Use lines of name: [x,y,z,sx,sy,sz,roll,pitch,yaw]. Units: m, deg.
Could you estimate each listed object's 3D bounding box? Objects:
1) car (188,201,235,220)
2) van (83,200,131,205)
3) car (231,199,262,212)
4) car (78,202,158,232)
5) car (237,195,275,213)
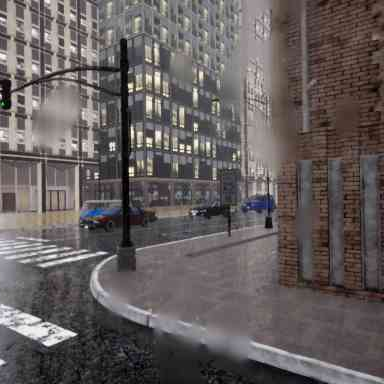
car: [1.598,1.578,29.626,2.128,1.511,4.902,-1,-1,36]
van: [-6.000,1.460,23.471,1.690,1.788,3.998,-2,-1,36]
car: [6.829,1.689,41.384,1.752,1.417,4.829,-2,-1,36]
car: [-4.482,1.614,21.136,2.033,1.411,5.357,-1,-1,36]
car: [7.687,1.329,38.121,2.150,2.045,5.566,-1,-1,36]
